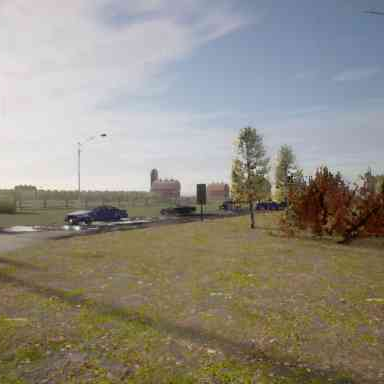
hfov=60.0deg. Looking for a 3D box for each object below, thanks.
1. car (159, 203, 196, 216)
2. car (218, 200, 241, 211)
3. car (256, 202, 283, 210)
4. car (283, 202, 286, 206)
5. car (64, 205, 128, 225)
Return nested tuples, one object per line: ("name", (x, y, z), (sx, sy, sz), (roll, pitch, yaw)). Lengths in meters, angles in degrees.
("car", (-1.513, 1.921, 36.295), (1.895, 1.301, 4.718), (-1, -1, 32))
("car", (5.456, 1.950, 47.485), (1.837, 1.490, 4.892), (-1, -1, 32))
("car", (11.452, 1.649, 50.322), (2.150, 2.045, 5.566), (-1, -1, 32))
("car", (16.933, 2.059, 59.313), (1.812, 1.442, 4.674), (-1, -1, 31))
("car", (-7.507, 1.763, 26.737), (2.033, 1.411, 5.357), (-1, -1, 32))
